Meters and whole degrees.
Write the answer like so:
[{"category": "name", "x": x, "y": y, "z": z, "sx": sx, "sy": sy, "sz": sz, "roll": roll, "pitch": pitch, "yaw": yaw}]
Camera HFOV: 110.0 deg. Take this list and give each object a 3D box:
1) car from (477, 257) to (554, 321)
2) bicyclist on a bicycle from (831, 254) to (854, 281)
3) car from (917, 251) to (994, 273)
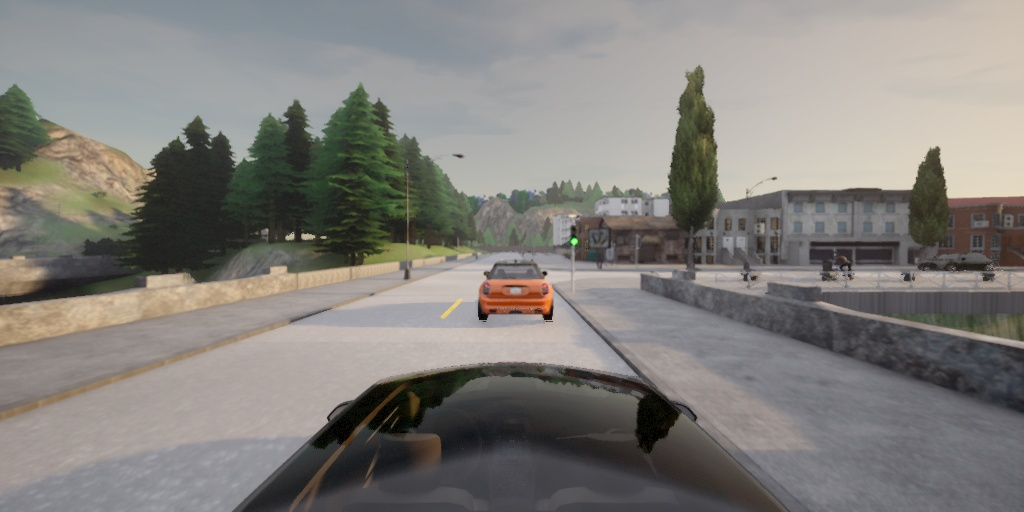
[{"category": "car", "x": 0.116, "y": 0.894, "z": 11.618, "sx": 2.097, "sy": 1.767, "sz": 4.553, "roll": 0, "pitch": 1, "yaw": 1}, {"category": "bicyclist on a bicycle", "x": 20.197, "y": 0.674, "z": 21.972, "sx": 0.582, "sy": 1.620, "sz": 1.656, "roll": 0, "pitch": 1, "yaw": 0}, {"category": "car", "x": 37.365, "y": 0.503, "z": 30.290, "sx": 4.553, "sy": 1.767, "sz": 2.097, "roll": 0, "pitch": 1, "yaw": 0}]
